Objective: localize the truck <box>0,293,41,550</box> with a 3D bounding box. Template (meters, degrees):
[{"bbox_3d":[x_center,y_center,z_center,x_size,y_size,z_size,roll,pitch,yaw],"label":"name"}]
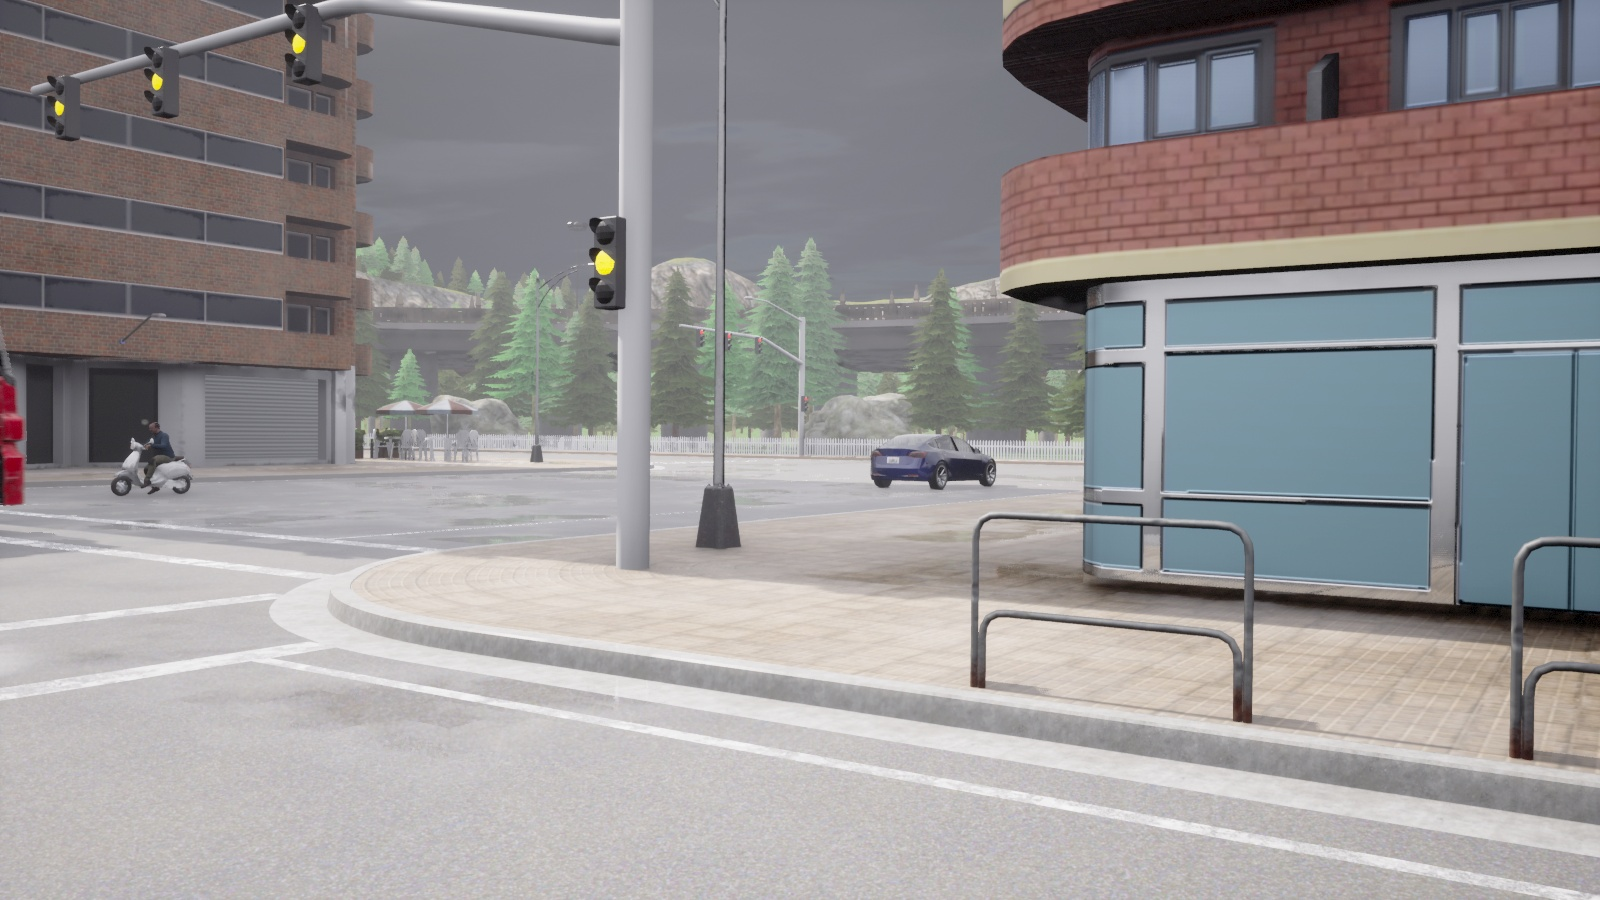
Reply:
[{"bbox_3d":[-13.904,-0.327,14.834,2.891,3.462,7.936,0,1,34],"label":"truck"}]

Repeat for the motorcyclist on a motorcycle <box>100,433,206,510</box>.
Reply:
[{"bbox_3d":[-14.009,0.440,27.231,0.866,1.590,1.817,0,1,34],"label":"motorcyclist on a motorcycle"}]

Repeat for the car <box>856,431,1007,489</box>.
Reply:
[{"bbox_3d":[3.731,0.222,34.811,2.163,1.488,4.792,0,1,34],"label":"car"}]
